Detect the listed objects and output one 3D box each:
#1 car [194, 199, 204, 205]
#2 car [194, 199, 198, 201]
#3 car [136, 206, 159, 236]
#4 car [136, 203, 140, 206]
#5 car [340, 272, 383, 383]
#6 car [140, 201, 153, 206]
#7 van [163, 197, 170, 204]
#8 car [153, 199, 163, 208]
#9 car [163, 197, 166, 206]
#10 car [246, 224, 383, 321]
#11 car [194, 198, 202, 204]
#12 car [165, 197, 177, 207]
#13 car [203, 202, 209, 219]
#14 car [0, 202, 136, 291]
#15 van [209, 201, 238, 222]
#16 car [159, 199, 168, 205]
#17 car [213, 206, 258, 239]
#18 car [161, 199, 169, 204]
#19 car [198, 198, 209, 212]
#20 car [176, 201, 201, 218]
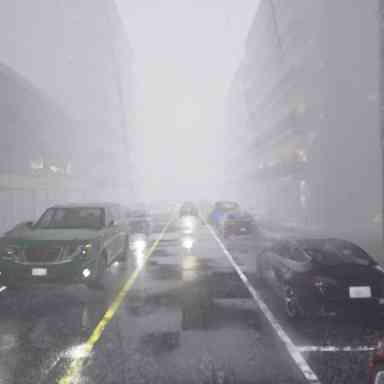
[{"bbox_3d":[1.616,2.307,79.082,2.008,1.369,4.403,-1,-1,-1],"label":"car"},{"bbox_3d":[-0.511,1.944,45.671,1.837,1.490,4.892,0,0,-1],"label":"car"},{"bbox_3d":[-3.338,1.767,19.702,1.994,1.385,4.181,0,-1,-1],"label":"car"},{"bbox_3d":[-6.080,1.853,29.275,1.887,1.381,4.507,-1,-1,-1],"label":"car"},{"bbox_3d":[2.682,1.585,1.765,1.802,1.307,4.206,-1,-1,-1],"label":"car"},{"bbox_3d":[-6.231,1.997,40.320,1.802,1.307,4.206,-1,-1,-1],"label":"car"},{"bbox_3d":[-6.920,2.252,90.027,1.690,1.788,3.998,-1,-1,-1],"label":"van"},{"bbox_3d":[-6.458,2.102,56.719,1.752,1.417,4.829,-1,-1,-1],"label":"car"},{"bbox_3d":[-6.688,2.309,73.456,1.947,1.339,4.313,-1,-1,-1],"label":"car"},{"bbox_3d":[2.605,1.621,7.288,1.947,1.339,4.313,-1,-1,-1],"label":"car"},{"bbox_3d":[1.540,2.362,84.604,2.008,1.369,4.403,-1,-1,-1],"label":"car"},{"bbox_3d":[-3.890,2.176,65.938,1.812,1.442,4.674,0,0,-1],"label":"car"},{"bbox_3d":[2.301,1.831,29.379,1.947,1.339,4.313,-1,-1,-1],"label":"car"},{"bbox_3d":[-3.220,1.330,9.668,2.150,2.045,5.566,0,-1,-1],"label":"car"},{"bbox_3d":[2.374,1.553,23.858,1.690,1.788,3.998,-1,-1,-1],"label":"van"},{"bbox_3d":[-6.764,2.344,78.979,1.887,1.381,4.507,-1,-1,-1],"label":"car"},{"bbox_3d":[2.453,1.704,18.333,1.887,1.381,4.507,-1,-1,-1],"label":"car"},{"bbox_3d":[-6.841,2.400,84.502,1.887,1.381,4.507,-1,-1,-1],"label":"car"},{"bbox_3d":[2.069,1.953,46.116,1.752,1.417,4.829,-1,-1,-1],"label":"car"},{"bbox_3d":[-0.340,1.920,33.566,1.895,1.301,4.718,0,-1,-1],"label":"car"}]
